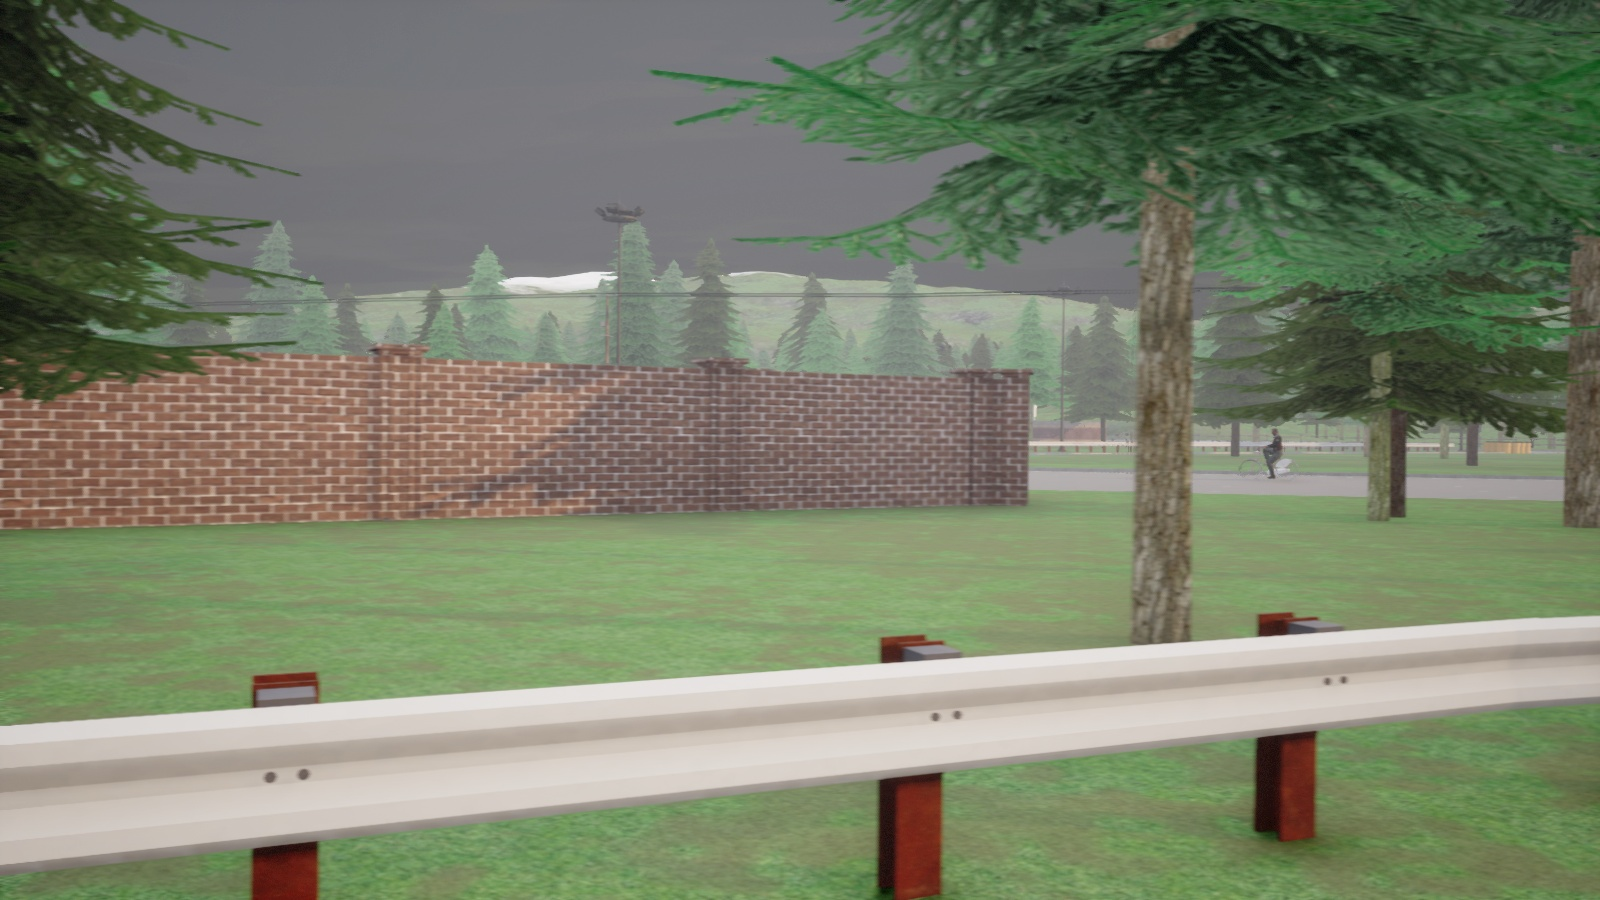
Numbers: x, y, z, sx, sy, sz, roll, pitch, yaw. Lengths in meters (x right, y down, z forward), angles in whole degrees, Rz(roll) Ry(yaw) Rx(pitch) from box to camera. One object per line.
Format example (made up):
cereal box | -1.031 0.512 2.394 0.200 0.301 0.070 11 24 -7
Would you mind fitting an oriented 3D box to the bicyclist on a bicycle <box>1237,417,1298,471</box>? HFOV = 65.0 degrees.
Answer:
bicyclist on a bicycle | 15.505 -0.186 41.680 1.843 1.776 0.659 0 1 12
